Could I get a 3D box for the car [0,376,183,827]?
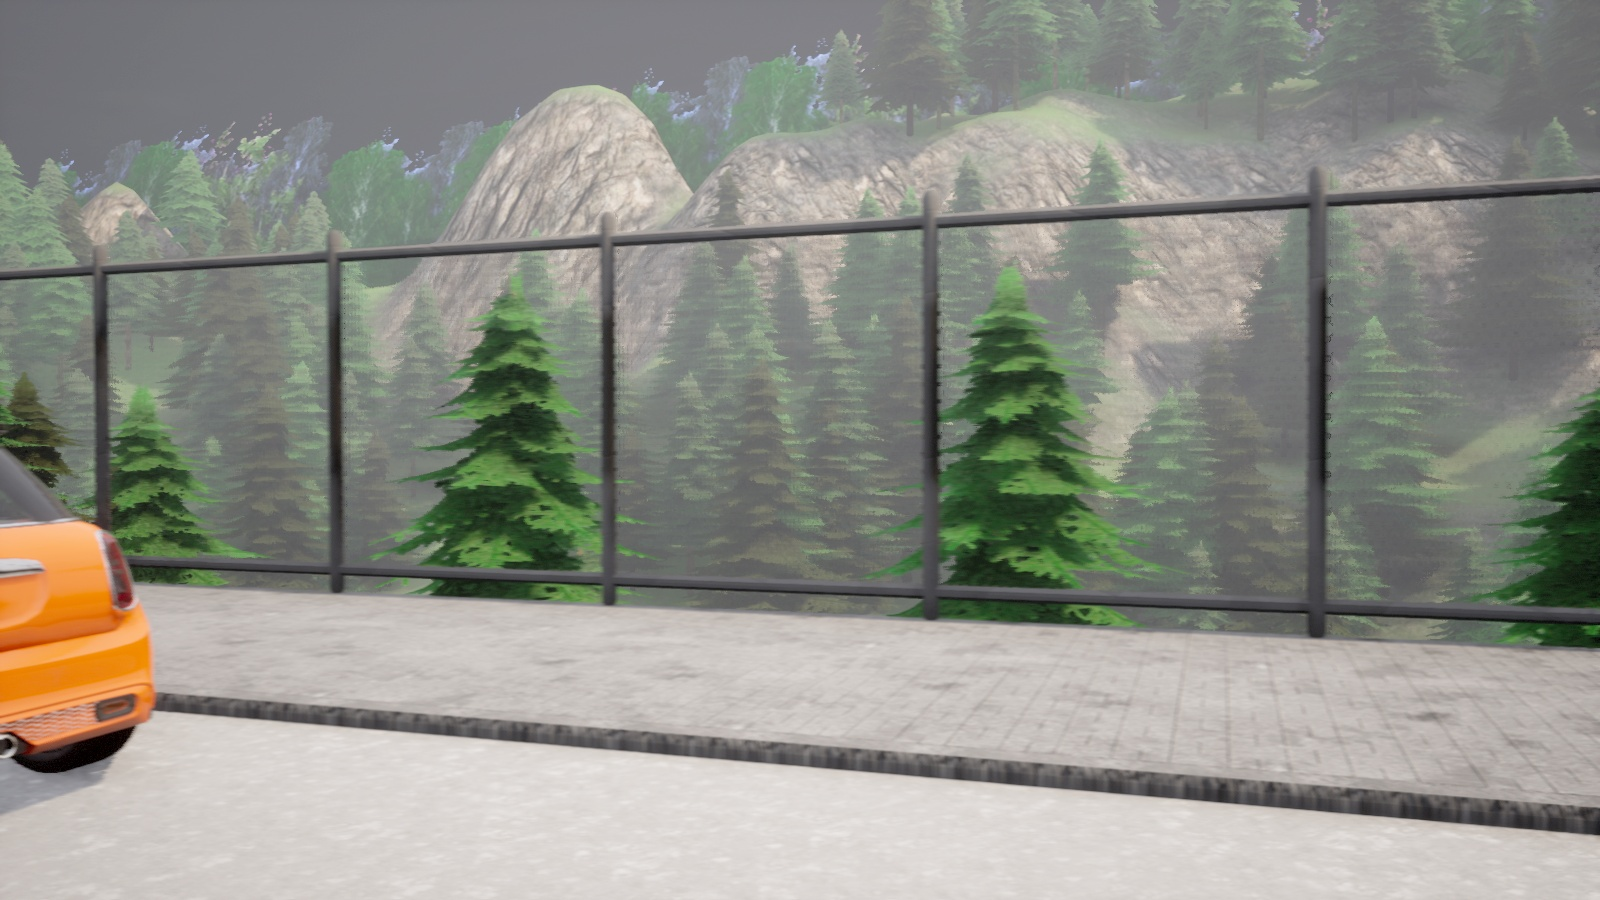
[{"bbox_3d":[-5.334,0.577,5.511,4.553,1.767,2.097,1,1,19],"label":"car"}]
